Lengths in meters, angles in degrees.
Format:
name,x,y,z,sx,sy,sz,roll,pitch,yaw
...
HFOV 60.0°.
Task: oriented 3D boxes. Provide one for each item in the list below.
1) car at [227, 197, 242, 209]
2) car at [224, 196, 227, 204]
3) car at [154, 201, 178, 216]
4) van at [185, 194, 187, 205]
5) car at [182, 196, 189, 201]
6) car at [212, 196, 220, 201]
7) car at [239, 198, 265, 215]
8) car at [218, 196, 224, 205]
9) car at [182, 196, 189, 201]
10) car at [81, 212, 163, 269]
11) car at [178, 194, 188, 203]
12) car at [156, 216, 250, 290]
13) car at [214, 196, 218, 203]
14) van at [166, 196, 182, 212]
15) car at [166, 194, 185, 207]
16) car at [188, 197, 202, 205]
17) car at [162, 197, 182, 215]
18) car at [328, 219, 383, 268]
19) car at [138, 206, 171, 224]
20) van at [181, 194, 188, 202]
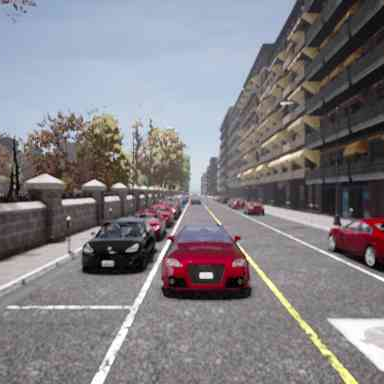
name,x,y,z,sx,sy,sz,roll,pitch,yaw
car,6.307,1.493,44.913,1.967,1.590,4.097,0,0,0
car,6.340,1.645,50.543,1.802,1.307,4.206,0,0,0
car,-2.201,1.556,22.440,1.887,1.381,4.507,0,0,0
van,-2.041,1.404,50.591,1.690,1.788,3.998,0,0,0
car,-1.784,1.720,95.632,1.887,1.381,4.507,0,0,0
car,6.564,1.740,89.954,1.802,1.307,4.206,0,0,0
car,6.243,1.613,33.651,1.802,1.307,4.206,0,0,0
car,6.404,1.651,61.804,1.947,1.339,4.313,0,0,0
car,-1.816,1.740,90.001,1.802,1.307,4.206,0,0,0
car,-2.265,1.571,11.181,1.947,1.339,4.313,0,0,0
car,-1.912,1.427,73.111,2.192,1.841,5.009,0,0,0
car,0.316,1.568,8.963,1.994,1.385,4.181,0,0,1
car,6.468,1.552,73.063,1.967,1.590,4.097,0,0,0
van,-2.105,1.383,39.330,1.690,1.788,3.998,0,0,0
car,-2.137,1.346,33.699,2.192,1.841,5.009,0,0,0
car,0.695,1.643,58.573,1.994,1.385,4.181,0,0,0
car,-2.168,1.461,28.068,1.967,1.590,4.097,0,0,0
car,6.116,1.550,11.133,1.887,1.381,4.507,0,0,0
car,-2.233,1.589,16.812,1.802,1.307,4.206,0,0,0
van,-1.848,1.483,84.371,1.690,1.788,3.998,0,0,0
